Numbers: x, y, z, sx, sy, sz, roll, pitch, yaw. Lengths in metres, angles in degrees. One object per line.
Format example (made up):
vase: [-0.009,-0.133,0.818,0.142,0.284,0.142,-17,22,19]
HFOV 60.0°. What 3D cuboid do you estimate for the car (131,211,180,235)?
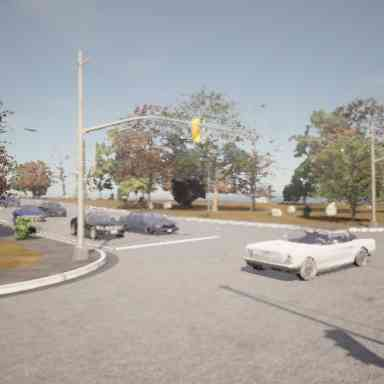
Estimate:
car: [-3.046,1.990,22.341,2.033,1.411,5.357,0,-1,-39]

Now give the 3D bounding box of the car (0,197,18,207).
car: [-26.535,1.396,48.495,1.812,1.442,4.674,1,1,-42]

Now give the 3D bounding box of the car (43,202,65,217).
car: [-14.966,1.847,35.524,1.837,1.490,4.892,1,1,-42]

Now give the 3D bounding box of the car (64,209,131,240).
car: [-5.817,1.947,20.127,1.812,1.442,4.674,0,-1,-41]

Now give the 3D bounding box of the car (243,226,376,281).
car: [3.844,1.789,10.598,4.718,1.301,1.895,0,-1,-36]

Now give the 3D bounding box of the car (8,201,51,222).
car: [-14.739,1.917,30.040,1.812,1.442,4.674,1,1,-42]
